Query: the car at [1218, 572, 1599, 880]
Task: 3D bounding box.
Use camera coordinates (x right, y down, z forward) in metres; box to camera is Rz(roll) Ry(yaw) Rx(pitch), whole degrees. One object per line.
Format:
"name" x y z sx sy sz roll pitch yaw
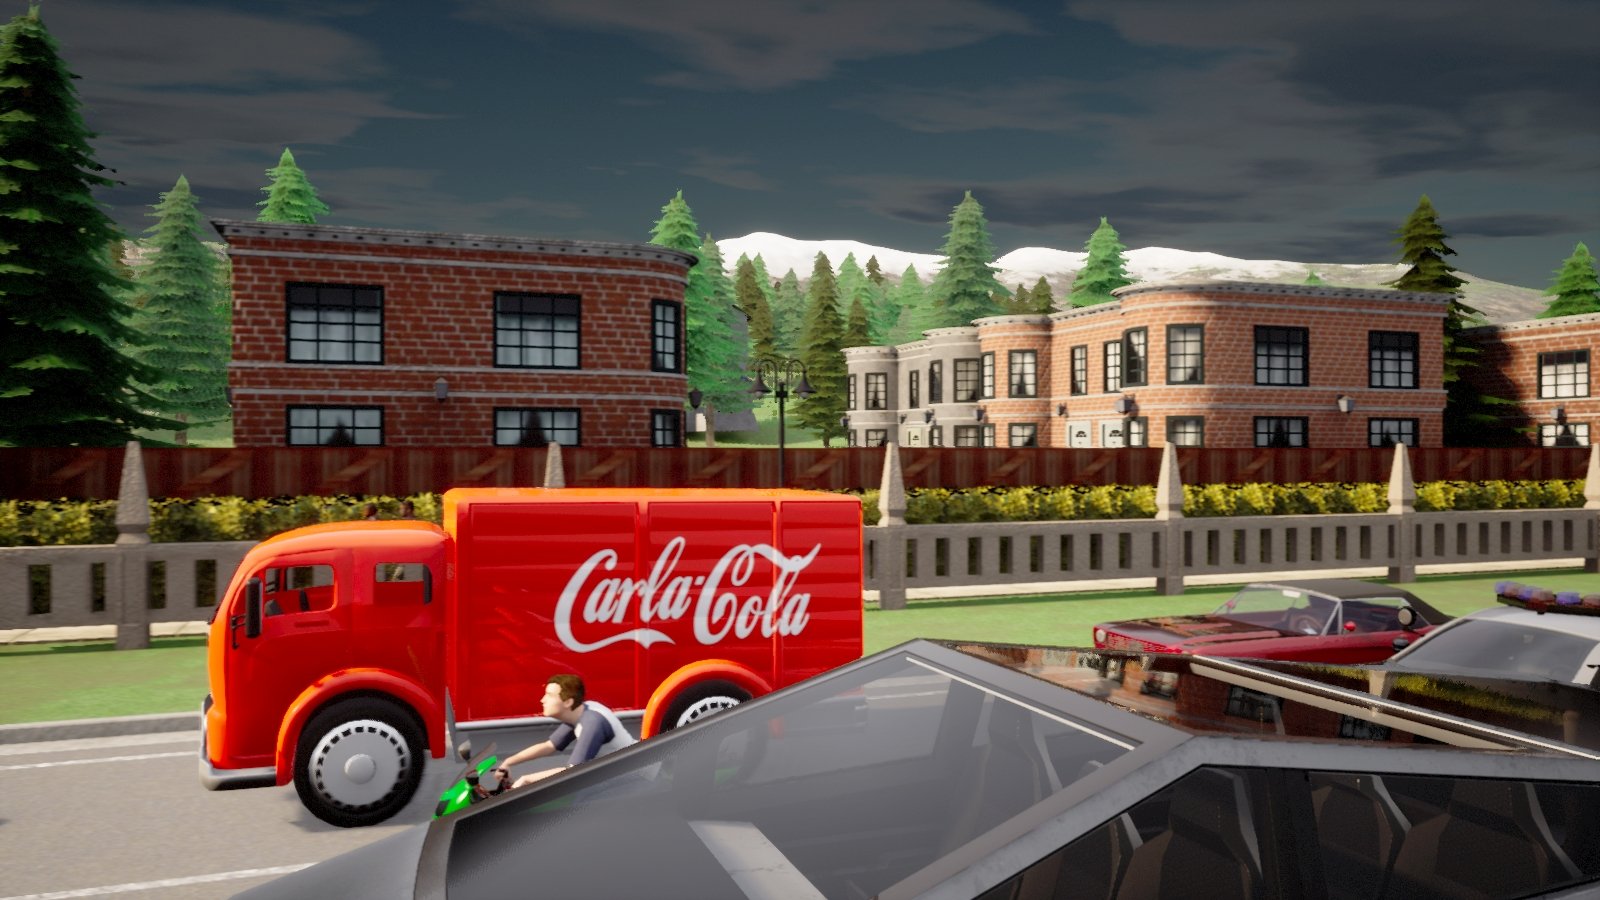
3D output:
"car" 6.254 1.979 9.291 5.238 1.638 2.097 0 0 -20

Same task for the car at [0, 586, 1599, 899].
"car" 1.136 1.752 3.710 6.274 2.098 2.390 0 0 -20

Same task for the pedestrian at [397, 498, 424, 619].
"pedestrian" -6.127 1.696 17.962 0.375 1.860 0.375 0 0 -22

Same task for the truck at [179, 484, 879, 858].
"truck" -2.241 1.572 9.933 5.204 2.467 2.627 0 0 -20

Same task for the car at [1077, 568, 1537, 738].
"car" 5.661 2.151 12.800 4.718 1.301 1.895 0 0 -20

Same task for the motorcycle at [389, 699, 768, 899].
"motorcycle" -1.277 2.185 6.557 2.033 1.199 0.803 0 0 -20

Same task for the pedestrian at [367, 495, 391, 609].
"pedestrian" -7.027 1.698 19.078 0.375 1.860 0.375 0 0 -20
